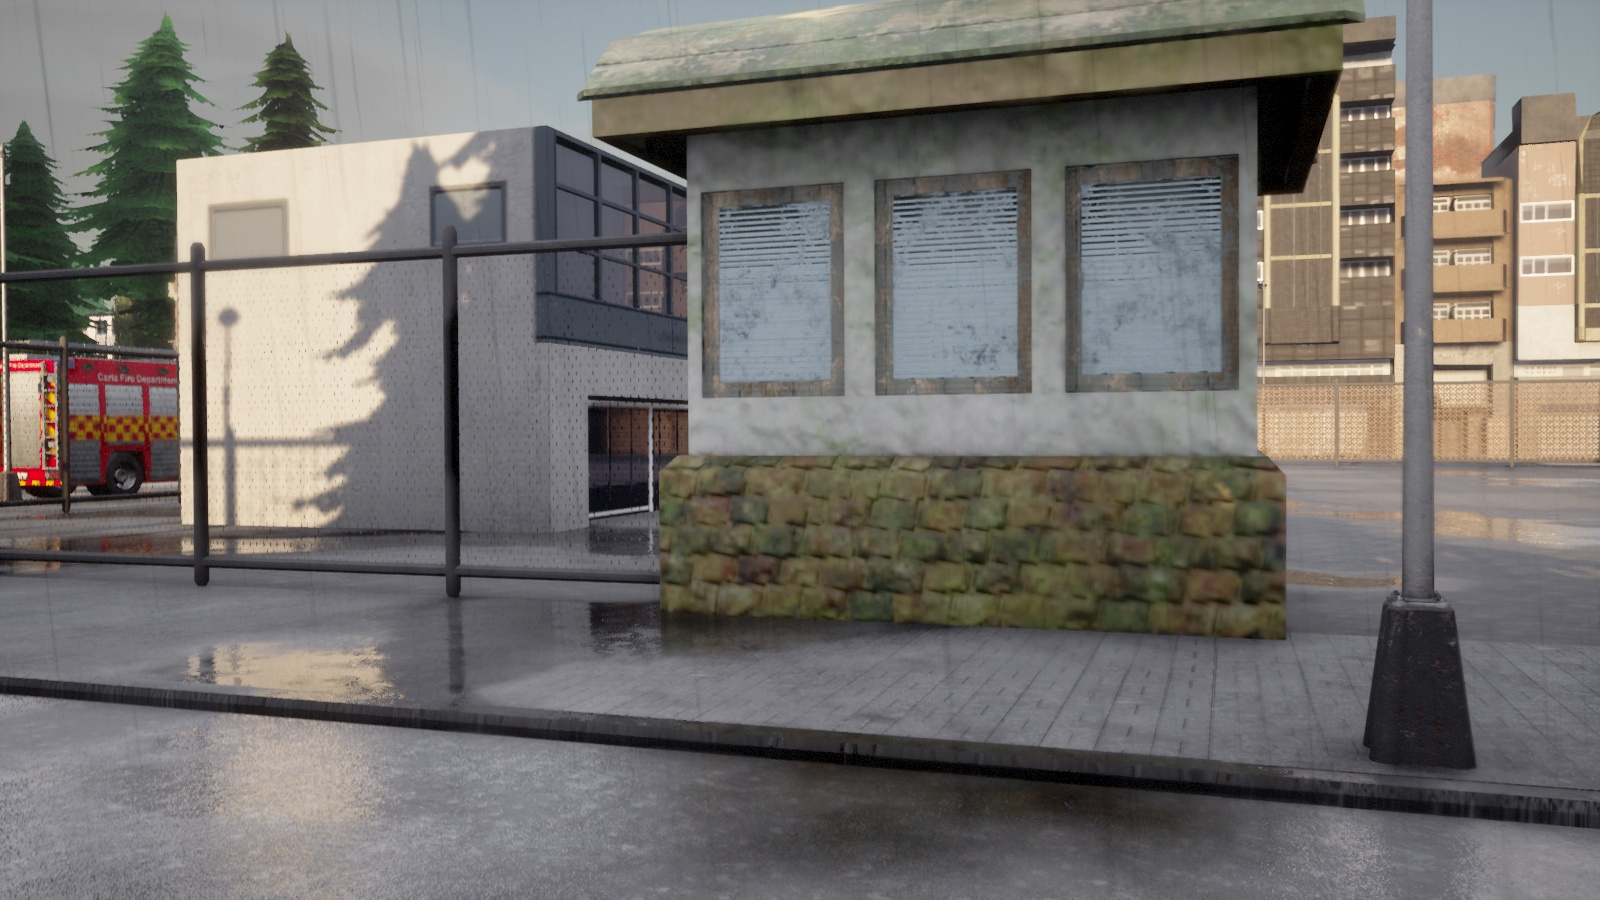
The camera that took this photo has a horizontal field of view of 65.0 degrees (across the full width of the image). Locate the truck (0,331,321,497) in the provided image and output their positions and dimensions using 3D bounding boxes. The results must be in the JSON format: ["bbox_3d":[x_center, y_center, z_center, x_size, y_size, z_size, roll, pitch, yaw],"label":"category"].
[{"bbox_3d":[-16.817,-0.896,33.398,2.891,3.827,8.468,0,1,18],"label":"truck"}]
